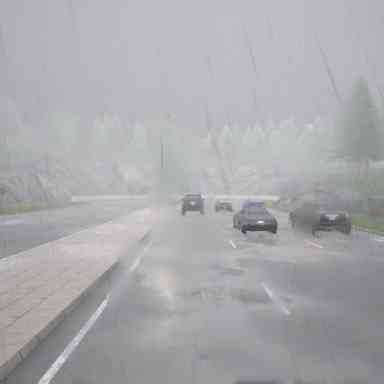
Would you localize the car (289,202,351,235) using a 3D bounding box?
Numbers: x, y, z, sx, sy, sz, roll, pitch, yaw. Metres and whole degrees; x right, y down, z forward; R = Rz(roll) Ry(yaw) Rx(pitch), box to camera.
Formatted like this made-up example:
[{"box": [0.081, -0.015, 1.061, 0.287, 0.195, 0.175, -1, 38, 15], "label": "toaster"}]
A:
[{"box": [7.099, 1.352, 18.921, 2.097, 1.767, 4.553, 0, 0, 0], "label": "car"}]

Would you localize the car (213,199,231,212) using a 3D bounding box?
[{"box": [3.610, 1.526, 38.934, 1.812, 1.442, 4.674, 0, 0, 0], "label": "car"}]

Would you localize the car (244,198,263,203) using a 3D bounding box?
[{"box": [7.100, 1.478, 38.422, 1.882, 1.535, 5.008, 0, 0, 0], "label": "car"}]

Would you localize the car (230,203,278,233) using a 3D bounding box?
[{"box": [3.601, 1.564, 19.470, 1.994, 1.385, 4.181, 0, 0, 0], "label": "car"}]

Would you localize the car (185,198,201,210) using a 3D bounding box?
[{"box": [0.102, 1.547, 43.834, 2.033, 1.411, 5.357, 0, 0, 0], "label": "car"}]

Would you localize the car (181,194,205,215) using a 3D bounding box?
[{"box": [0.095, 1.221, 33.609, 2.150, 2.045, 5.566, 0, 0, 0], "label": "car"}]
